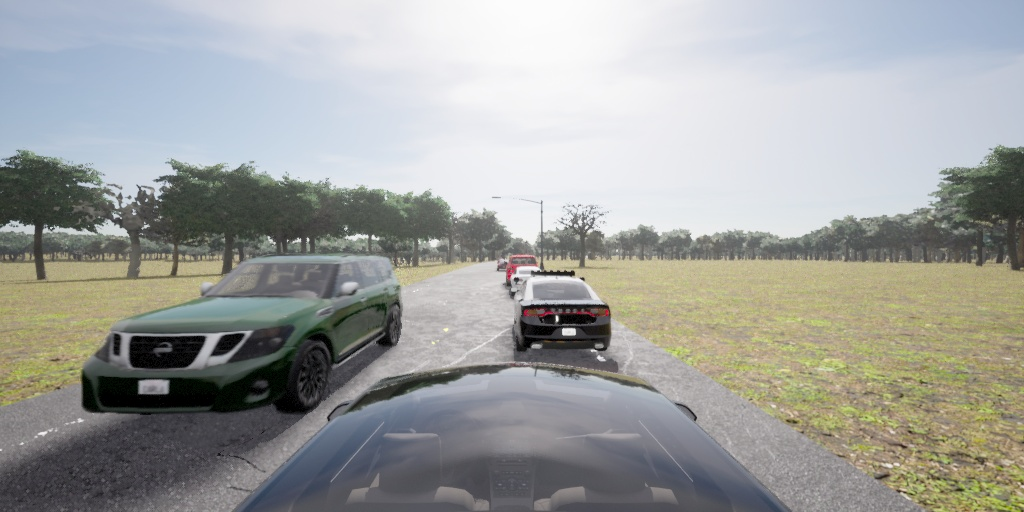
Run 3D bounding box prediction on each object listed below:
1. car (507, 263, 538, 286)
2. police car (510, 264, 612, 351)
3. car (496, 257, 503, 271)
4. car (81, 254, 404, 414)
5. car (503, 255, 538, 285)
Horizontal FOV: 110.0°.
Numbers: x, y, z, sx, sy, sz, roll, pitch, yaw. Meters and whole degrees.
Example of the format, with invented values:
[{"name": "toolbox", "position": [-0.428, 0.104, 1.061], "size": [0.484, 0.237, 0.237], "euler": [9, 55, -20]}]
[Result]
[{"name": "car", "position": [0.837, 1.272, 19.024], "size": [1.812, 1.442, 4.674], "euler": [0, 0, -1]}, {"name": "police car", "position": [1.009, 1.173, 9.098], "size": [1.930, 1.638, 5.238], "euler": [0, 0, -1]}, {"name": "car", "position": [-1.071, 1.281, 49.180], "size": [1.812, 1.442, 4.674], "euler": [0, 0, -1]}, {"name": "car", "position": [-3.632, 0.970, 6.378], "size": [2.150, 2.045, 5.566], "euler": [0, 0, 0]}, {"name": "car", "position": [0.668, 0.969, 25.071], "size": [2.150, 2.045, 5.566], "euler": [0, 0, -2]}]
